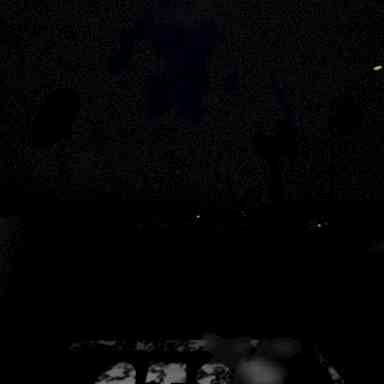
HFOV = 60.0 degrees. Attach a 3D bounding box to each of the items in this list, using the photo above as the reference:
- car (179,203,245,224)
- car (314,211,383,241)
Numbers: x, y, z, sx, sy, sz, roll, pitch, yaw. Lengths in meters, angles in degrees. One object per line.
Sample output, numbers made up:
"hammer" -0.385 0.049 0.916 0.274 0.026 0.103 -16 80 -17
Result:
"car" 1.425 1.509 23.832 4.674 1.442 1.812 1 0 0
"car" 8.422 1.697 16.806 4.181 1.385 1.994 1 1 0
